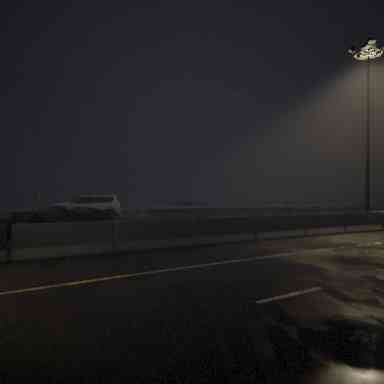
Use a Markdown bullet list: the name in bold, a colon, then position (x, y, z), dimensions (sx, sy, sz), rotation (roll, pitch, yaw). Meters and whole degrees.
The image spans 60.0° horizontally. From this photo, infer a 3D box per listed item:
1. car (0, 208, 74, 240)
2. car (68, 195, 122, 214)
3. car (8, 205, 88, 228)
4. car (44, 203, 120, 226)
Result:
- **car**: position (-8.212, 1.590, 15.214), dimensions (4.718, 1.301, 1.895), rotation (1, 0, -34)
- **car**: position (-8.617, 1.251, 27.498), dimensions (5.566, 2.045, 2.150), rotation (1, 0, -32)
- **car**: position (-9.753, 1.604, 22.611), dimensions (4.718, 1.301, 1.895), rotation (1, 0, -33)
- **car**: position (-6.909, 1.581, 20.245), dimensions (4.181, 1.385, 1.994), rotation (1, 0, -33)
